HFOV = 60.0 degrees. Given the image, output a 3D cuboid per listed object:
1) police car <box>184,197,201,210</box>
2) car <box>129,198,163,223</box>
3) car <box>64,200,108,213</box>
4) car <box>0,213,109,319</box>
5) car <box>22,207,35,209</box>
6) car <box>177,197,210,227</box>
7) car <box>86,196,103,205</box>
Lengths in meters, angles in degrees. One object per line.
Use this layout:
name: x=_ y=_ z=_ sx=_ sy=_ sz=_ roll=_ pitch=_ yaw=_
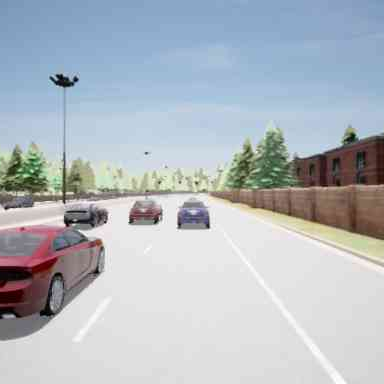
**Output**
police car: x=0.086 y=1.499 z=43.414 sx=2.038 sy=1.542 sz=4.974 roll=0 pitch=0 yaw=0
car: x=-3.406 y=1.348 z=25.284 sx=2.097 sy=1.767 sz=4.553 roll=0 pitch=0 yaw=0
car: x=-6.906 y=1.488 z=22.106 sx=2.128 sy=1.511 sz=4.902 roll=0 pitch=0 yaw=0
car: x=-3.402 y=1.476 z=7.504 sx=1.882 sy=1.535 sz=5.008 roll=0 pitch=0 yaw=0
car: x=-21.093 y=1.499 z=40.935 sx=1.837 sy=1.490 sz=4.892 roll=0 pitch=0 yaw=0
car: x=0.094 y=1.349 z=22.701 sx=2.097 sy=1.767 sz=4.553 roll=0 pitch=0 yaw=0
car: x=-17.519 y=1.518 z=60.024 sx=1.812 sy=1.442 sz=4.674 roll=0 pitch=0 yaw=0
